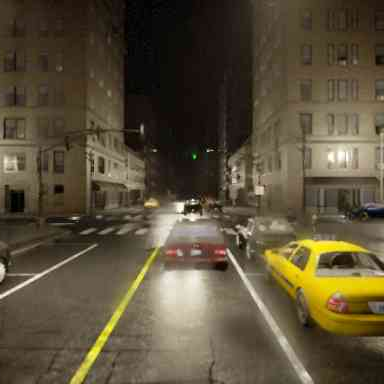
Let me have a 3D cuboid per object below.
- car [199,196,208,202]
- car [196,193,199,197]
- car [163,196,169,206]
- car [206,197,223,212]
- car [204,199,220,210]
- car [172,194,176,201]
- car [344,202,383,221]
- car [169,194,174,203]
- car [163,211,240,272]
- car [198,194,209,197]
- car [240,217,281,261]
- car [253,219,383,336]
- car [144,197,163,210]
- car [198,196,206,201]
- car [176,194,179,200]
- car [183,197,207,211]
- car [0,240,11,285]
[{"bbox_3d":[2.650,1.697,78.714,1.947,1.339,4.313,0,0,0],"label":"car"},{"bbox_3d":[2.649,1.437,73.033,2.192,1.841,5.009,0,0,0],"label":"car"},{"bbox_3d":[-5.379,1.662,55.986,1.947,1.339,4.313,0,0,0],"label":"car"},{"bbox_3d":[2.643,1.620,38.942,2.008,1.369,4.403,0,0,0],"label":"car"},{"bbox_3d":[2.644,1.660,44.624,1.802,1.307,4.206,0,0,0],"label":"car"},{"bbox_3d":[-5.375,1.571,78.711,1.967,1.590,4.097,0,0,0],"label":"car"},{"bbox_3d":[14.520,1.522,26.704,4.181,1.385,1.994,0,0,0],"label":"car"},{"bbox_3d":[-5.377,1.665,67.349,2.008,1.369,4.403,0,0,0],"label":"car"},{"bbox_3d":[0.100,1.567,10.837,2.033,1.411,5.357,0,0,0],"label":"car"},{"bbox_3d":[2.647,1.545,61.669,1.967,1.590,4.097,0,0,0],"label":"car"},{"bbox_3d":[2.641,1.572,12.066,2.008,1.369,4.403,0,0,0],"label":"car"},{"bbox_3d":[2.645,1.538,6.830,1.752,1.417,4.829,0,0,0],"label":"car"},{"bbox_3d":[-5.381,1.603,44.454,1.752,1.417,4.829,0,0,0],"label":"car"},{"bbox_3d":[2.652,1.714,90.078,1.947,1.339,4.313,0,0,0],"label":"car"},{"bbox_3d":[-5.374,1.463,90.073,2.192,1.841,5.009,0,0,0],"label":"car"},{"bbox_3d":[0.105,1.553,34.547,2.128,1.511,4.902,0,0,0],"label":"car"},{"bbox_3d":[-5.389,1.563,6.660,2.008,1.369,4.403,0,0,0],"label":"car"}]
